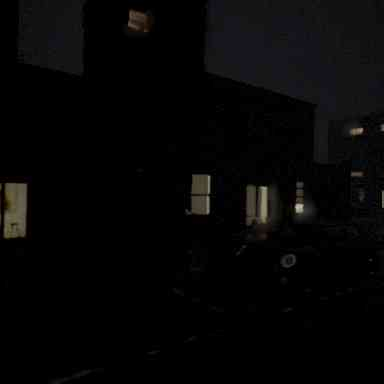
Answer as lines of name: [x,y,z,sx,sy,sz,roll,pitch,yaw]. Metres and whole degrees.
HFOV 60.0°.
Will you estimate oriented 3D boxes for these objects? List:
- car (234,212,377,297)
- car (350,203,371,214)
car: [3.019,1.475,8.687,4.097,1.590,1.967,0,1,-35]
car: [16.346,1.769,34.908,1.887,1.381,4.507,1,-1,-35]
